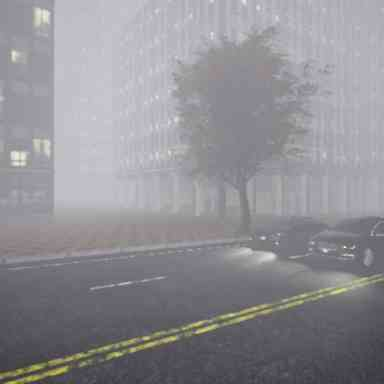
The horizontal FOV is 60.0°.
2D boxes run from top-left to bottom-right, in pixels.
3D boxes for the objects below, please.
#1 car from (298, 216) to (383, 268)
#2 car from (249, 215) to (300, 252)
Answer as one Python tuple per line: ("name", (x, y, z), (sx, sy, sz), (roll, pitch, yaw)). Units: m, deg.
("car", (6.276, 1.684, 12.153), (4.892, 1.490, 1.837), (1, -1, -35))
("car", (4.565, 1.746, 14.926), (4.181, 1.385, 1.994), (1, -1, -35))
